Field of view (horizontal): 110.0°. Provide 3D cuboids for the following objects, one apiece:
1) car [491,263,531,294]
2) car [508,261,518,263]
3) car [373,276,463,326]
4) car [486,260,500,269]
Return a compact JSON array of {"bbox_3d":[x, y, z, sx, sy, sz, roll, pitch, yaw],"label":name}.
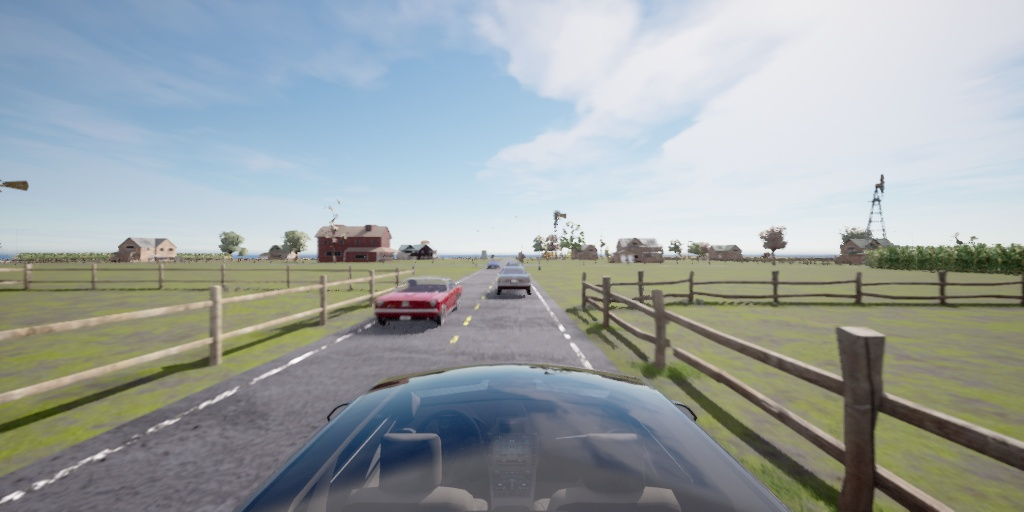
[{"bbox_3d":[0.105,1.301,20.345,2.033,1.411,5.357,0,0,0],"label":"car"},{"bbox_3d":[0.108,1.319,42.243,1.994,1.385,4.181,0,0,0],"label":"car"},{"bbox_3d":[-2.847,1.353,11.801,1.895,1.301,4.718,0,0,0],"label":"car"},{"bbox_3d":[-2.790,1.279,54.843,1.812,1.442,4.674,0,0,0],"label":"car"}]
